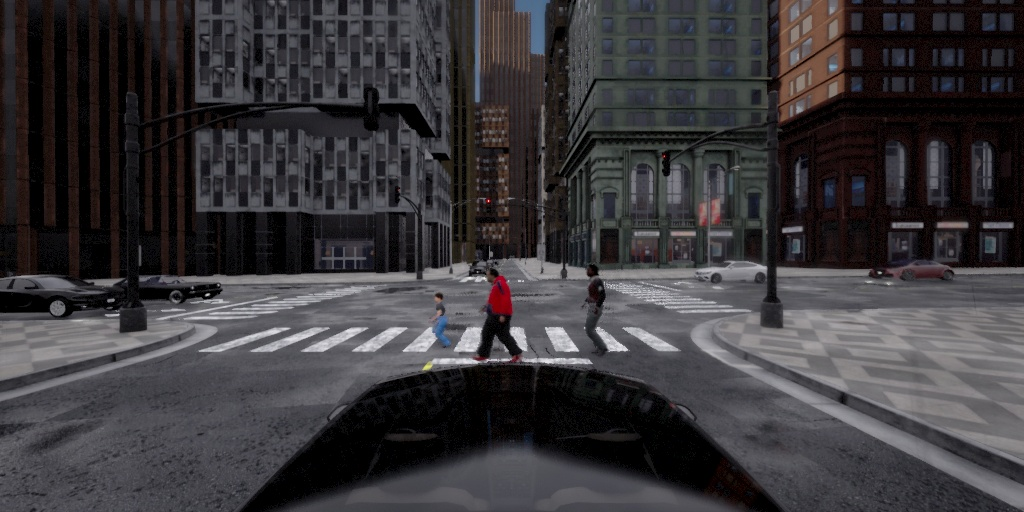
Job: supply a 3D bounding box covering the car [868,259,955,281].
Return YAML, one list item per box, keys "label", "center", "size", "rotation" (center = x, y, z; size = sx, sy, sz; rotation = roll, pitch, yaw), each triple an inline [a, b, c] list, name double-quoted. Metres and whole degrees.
- label: "car"
  center: [26.460, 0.921, 23.847]
  size: [4.181, 1.385, 1.994]
  rotation: [-1, 0, 0]

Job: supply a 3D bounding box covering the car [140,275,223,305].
- label: "car"
  center: [-16.662, 1.560, 17.020]
  size: [4.718, 1.301, 1.895]
  rotation: [-1, 0, 0]

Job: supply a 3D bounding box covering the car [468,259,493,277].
- label: "car"
  center: [-3.235, 1.233, 36.008]
  size: [1.837, 1.490, 4.892]
  rotation: [0, 0, -1]

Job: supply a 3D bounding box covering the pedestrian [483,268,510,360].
- label: "pedestrian"
  center: [-0.285, 1.043, 6.567]
  size: [0.375, 1.860, 0.375]
  rotation: [0, 0, 0]

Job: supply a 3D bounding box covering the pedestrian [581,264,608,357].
- label: "pedestrian"
  center: [1.652, 1.043, 7.168]
  size: [0.375, 1.860, 0.375]
  rotation: [0, 0, 0]

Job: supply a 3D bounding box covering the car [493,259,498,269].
- label: "car"
  center: [-3.349, 1.212, 49.721]
  size: [1.837, 1.490, 4.892]
  rotation: [0, 0, 0]

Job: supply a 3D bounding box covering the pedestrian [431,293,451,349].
- label: "pedestrian"
  center: [-1.463, 1.323, 7.758]
  size: [0.375, 1.300, 0.375]
  rotation: [0, 0, 0]

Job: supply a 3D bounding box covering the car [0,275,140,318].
- label: "car"
  center: [-17.892, 1.470, 13.766]
  size: [5.008, 1.535, 1.882]
  rotation: [-1, 0, 0]

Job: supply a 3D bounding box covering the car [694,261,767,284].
- label: "car"
  center: [14.595, 1.035, 23.809]
  size: [4.674, 1.442, 1.812]
  rotation: [-1, 0, -1]
